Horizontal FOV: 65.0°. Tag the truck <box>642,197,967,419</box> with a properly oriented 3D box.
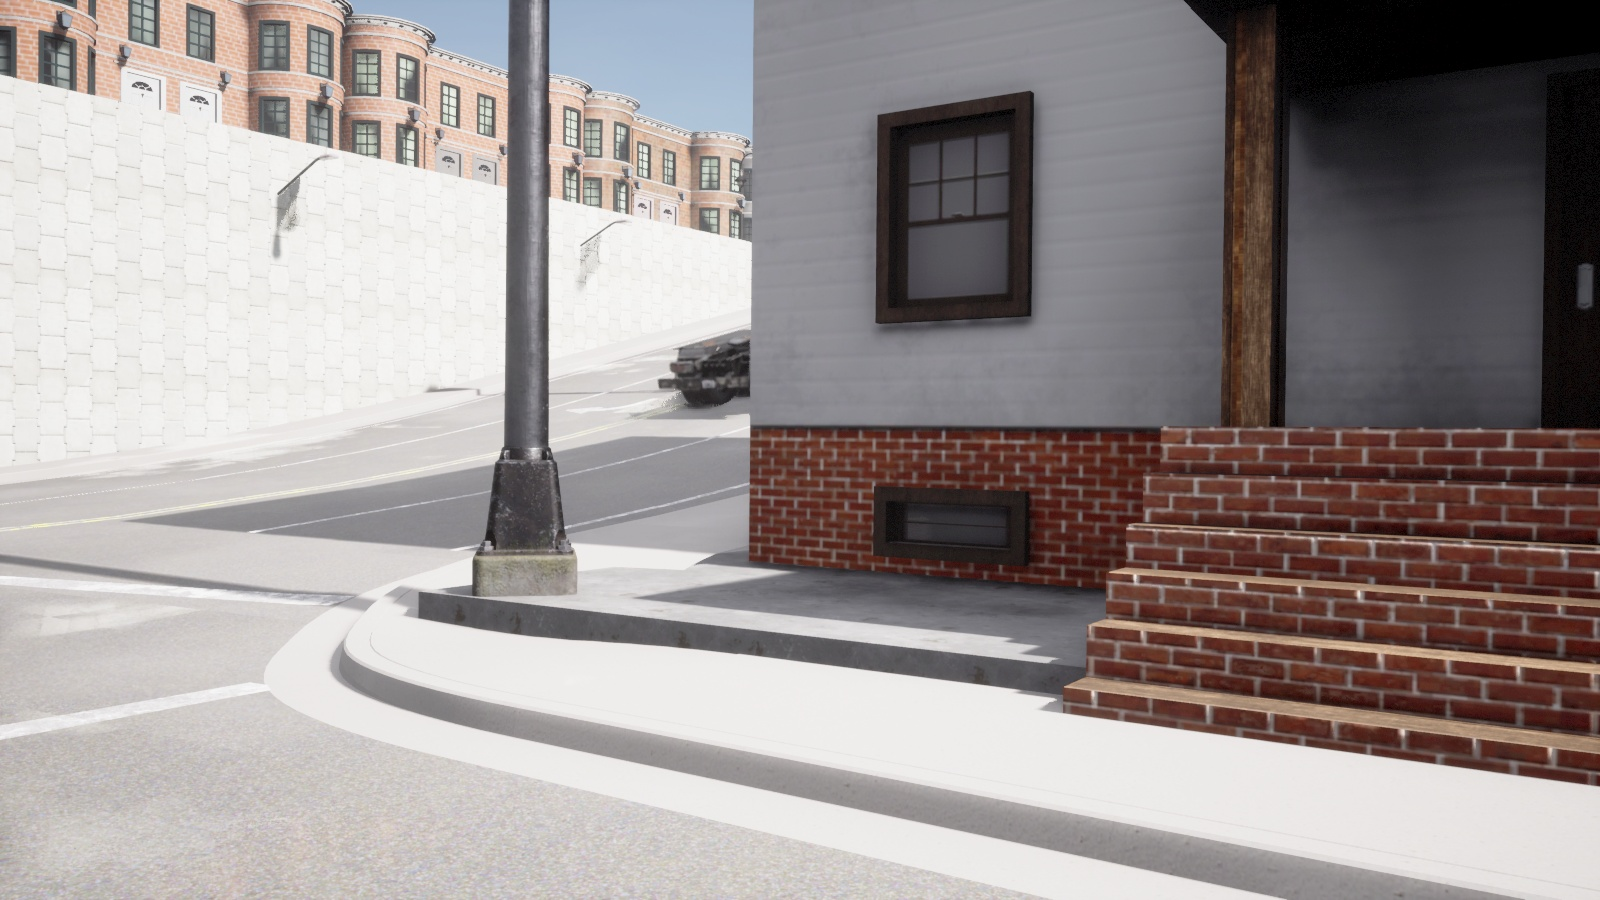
[{"bbox_3d":[0.451,-3.308,27.753,2.891,3.462,7.936,0,15,34],"label":"truck"}]
